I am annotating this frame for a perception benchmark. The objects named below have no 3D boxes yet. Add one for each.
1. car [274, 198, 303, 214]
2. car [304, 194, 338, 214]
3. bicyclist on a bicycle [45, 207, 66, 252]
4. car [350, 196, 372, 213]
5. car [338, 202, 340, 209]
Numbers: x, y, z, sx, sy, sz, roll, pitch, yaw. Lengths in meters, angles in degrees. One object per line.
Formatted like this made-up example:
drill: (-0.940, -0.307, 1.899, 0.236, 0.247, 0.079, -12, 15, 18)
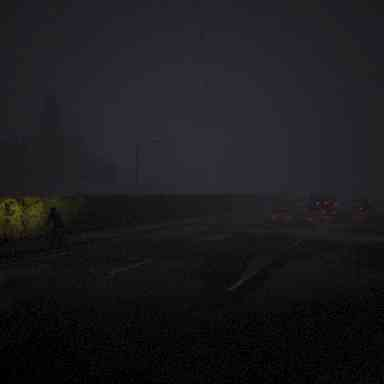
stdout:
car: (10.240, 1.478, 35.937, 1.882, 1.535, 5.008, 0, 0, 28)
car: (13.660, 1.221, 35.051, 2.150, 2.045, 5.566, 0, 0, 29)
bicyclist on a bicycle: (-5.246, 1.401, 12.789, 1.656, 1.620, 0.582, 10, 11, 41)
car: (19.286, 1.505, 37.975, 1.837, 1.490, 4.892, 0, 0, 28)
car: (18.224, 1.601, 43.538, 1.895, 1.301, 4.718, 0, 0, 29)
